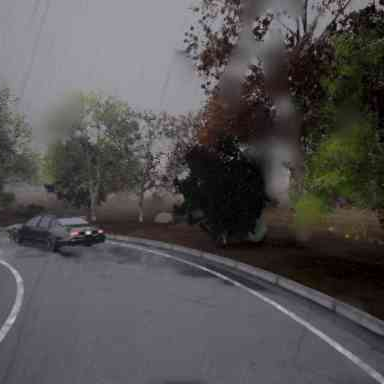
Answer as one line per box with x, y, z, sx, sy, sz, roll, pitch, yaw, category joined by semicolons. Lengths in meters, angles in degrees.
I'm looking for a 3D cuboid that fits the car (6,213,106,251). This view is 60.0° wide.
-6.064;1.650;14.561;5.357;1.411;2.033;0;-1;37;car
